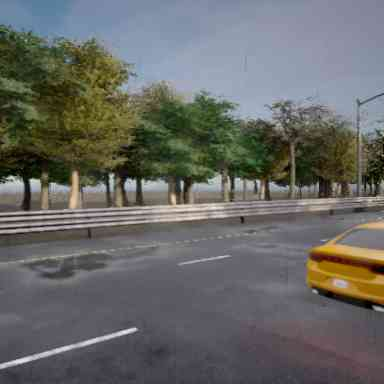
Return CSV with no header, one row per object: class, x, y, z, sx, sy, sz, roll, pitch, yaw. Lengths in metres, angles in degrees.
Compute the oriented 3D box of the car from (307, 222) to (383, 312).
car,4.547,1.379,7.108,5.008,1.535,1.882,-1,1,-35
